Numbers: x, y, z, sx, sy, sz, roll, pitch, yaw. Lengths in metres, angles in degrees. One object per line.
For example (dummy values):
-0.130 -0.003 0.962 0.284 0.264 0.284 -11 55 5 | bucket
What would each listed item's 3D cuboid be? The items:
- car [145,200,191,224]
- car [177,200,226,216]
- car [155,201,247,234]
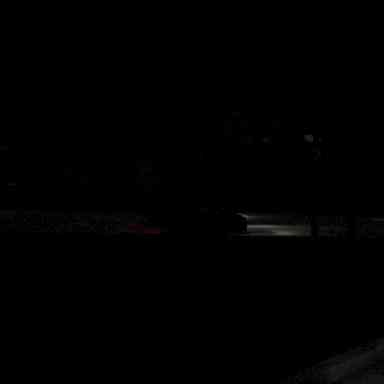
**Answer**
-0.738 1.520 22.764 4.902 1.511 2.128 0 0 3 | car
0.951 1.585 33.198 4.674 1.442 1.812 0 0 3 | car
0.654 1.512 19.178 5.008 1.535 1.882 0 0 3 | car
